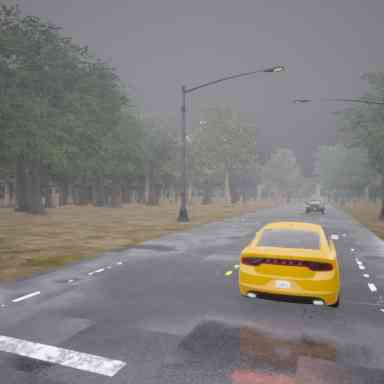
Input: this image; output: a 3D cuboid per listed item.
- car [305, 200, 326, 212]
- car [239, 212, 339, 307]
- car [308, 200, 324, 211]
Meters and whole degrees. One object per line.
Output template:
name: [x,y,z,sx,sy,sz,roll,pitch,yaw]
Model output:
car: [13.523,1.622,36.440,1.812,1.442,4.674,0,-1,22]
car: [2.504,1.472,8.170,1.882,1.535,5.008,0,0,21]
car: [17.068,1.801,45.709,2.033,1.411,5.357,0,-1,21]
